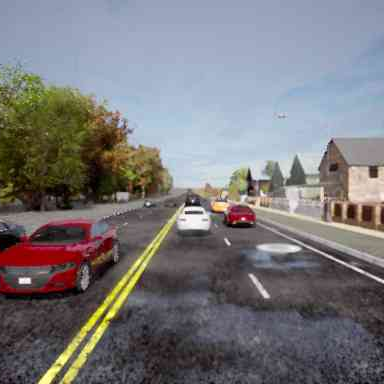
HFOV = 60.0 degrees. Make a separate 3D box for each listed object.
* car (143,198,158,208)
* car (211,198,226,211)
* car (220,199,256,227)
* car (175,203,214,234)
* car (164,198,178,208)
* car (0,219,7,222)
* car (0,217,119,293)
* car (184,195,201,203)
[{"bbox_3d":[-6.536,1.652,52.559,2.128,1.511,4.902,0,0,1],"label":"car"},{"bbox_3d":[3.297,1.485,39.371,2.097,1.767,4.553,0,0,0],"label":"car"},{"bbox_3d":[3.310,1.564,23.804,1.882,1.535,5.008,0,0,0],"label":"car"},{"bbox_3d":[0.103,1.595,19.477,1.812,1.442,4.674,0,0,0],"label":"car"},{"bbox_3d":[-3.285,1.642,52.468,1.882,1.535,5.008,0,0,1],"label":"car"},{"bbox_3d":[-6.597,1.520,9.540,2.128,1.511,4.902,0,0,0],"label":"car"},{"bbox_3d":[-3.346,1.509,9.161,1.882,1.535,5.008,0,0,0],"label":"car"},{"bbox_3d":[0.108,1.377,47.325,2.150,2.045,5.566,0,0,0],"label":"car"}]
